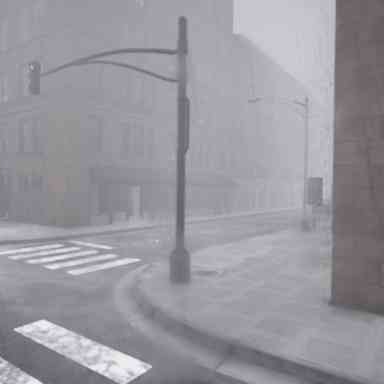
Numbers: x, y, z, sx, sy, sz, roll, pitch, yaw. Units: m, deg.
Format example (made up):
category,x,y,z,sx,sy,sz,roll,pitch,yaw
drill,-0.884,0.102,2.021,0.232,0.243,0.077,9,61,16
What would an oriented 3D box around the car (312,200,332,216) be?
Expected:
category,x,y,z,sx,sy,sz,roll,pitch,yaw
car,13.794,1.576,33.963,1.882,1.535,5.008,1,0,35
